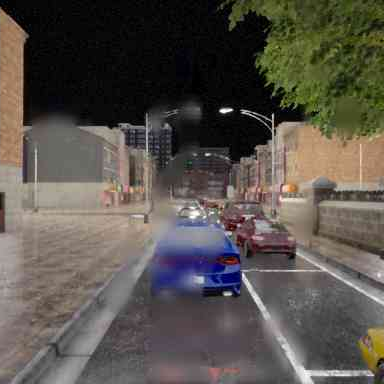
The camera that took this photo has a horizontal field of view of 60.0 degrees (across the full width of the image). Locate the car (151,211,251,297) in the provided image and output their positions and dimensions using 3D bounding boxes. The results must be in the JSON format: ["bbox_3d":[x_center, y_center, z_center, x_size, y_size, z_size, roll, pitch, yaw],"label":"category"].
[{"bbox_3d":[0.084,1.481,8.639,1.882,1.535,5.008,0,0,0],"label":"car"}]

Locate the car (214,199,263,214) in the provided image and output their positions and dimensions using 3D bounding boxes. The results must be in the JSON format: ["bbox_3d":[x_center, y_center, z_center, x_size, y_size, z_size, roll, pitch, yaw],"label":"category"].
[{"bbox_3d":[2.618,1.327,17.837,2.192,1.841,5.009,1,0,0],"label":"car"}]

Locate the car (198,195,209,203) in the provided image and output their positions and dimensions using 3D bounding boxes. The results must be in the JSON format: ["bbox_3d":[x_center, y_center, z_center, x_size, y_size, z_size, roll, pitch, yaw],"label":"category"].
[{"bbox_3d":[2.542,1.652,60.578,1.887,1.381,4.507,1,0,0],"label":"car"}]

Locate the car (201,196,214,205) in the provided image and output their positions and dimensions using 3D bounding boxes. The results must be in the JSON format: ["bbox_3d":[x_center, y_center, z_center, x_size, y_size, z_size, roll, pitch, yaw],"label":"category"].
[{"bbox_3d":[2.570,1.605,44.267,1.887,1.381,4.507,1,0,0],"label":"car"}]

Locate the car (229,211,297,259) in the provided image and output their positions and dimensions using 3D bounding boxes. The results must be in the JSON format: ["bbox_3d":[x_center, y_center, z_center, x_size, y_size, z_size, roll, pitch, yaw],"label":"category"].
[{"bbox_3d":[2.625,1.588,12.387,1.802,1.307,4.206,1,0,0],"label":"car"}]

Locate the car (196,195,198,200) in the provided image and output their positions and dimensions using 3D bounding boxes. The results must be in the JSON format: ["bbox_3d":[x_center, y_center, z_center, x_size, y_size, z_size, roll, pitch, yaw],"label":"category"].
[{"bbox_3d":[2.535,1.441,66.017,2.192,1.841,5.009,1,0,0],"label":"car"}]

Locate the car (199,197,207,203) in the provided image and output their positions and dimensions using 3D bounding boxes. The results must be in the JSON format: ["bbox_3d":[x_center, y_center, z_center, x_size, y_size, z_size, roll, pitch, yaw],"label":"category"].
[{"bbox_3d":[2.514,1.749,76.890,1.802,1.307,4.206,0,0,0],"label":"car"}]

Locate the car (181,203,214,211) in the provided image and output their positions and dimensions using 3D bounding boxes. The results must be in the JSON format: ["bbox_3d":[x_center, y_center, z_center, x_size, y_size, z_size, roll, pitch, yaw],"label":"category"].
[{"bbox_3d":[0.068,1.560,18.585,2.033,1.411,5.357,0,0,0],"label":"car"}]

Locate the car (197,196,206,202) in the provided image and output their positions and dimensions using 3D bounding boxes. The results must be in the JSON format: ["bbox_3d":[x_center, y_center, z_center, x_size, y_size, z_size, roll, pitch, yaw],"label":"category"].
[{"bbox_3d":[2.495,1.764,87.765,2.008,1.369,4.403,0,0,0],"label":"car"}]

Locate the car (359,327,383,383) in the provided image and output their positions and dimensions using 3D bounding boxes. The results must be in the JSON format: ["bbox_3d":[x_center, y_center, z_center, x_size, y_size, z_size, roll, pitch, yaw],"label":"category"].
[{"bbox_3d":[2.644,1.526,1.658,1.752,1.417,4.829,1,0,0],"label":"car"}]
